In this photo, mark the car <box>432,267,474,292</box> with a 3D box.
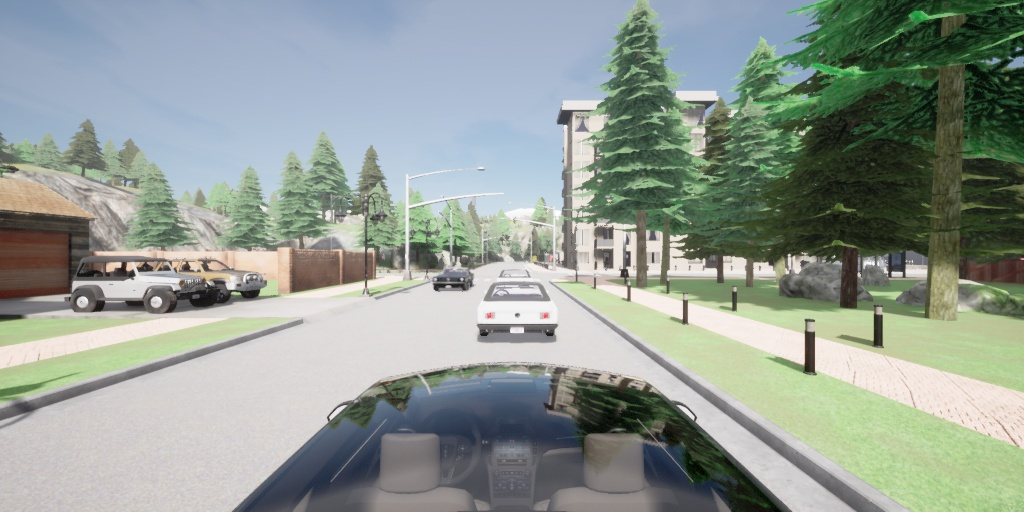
[{"bbox_3d":[-3.438,1.350,21.637,1.895,1.301,4.718,0,0,0],"label":"car"}]

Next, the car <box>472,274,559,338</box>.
[{"bbox_3d":[0.130,1.351,10.174,1.895,1.301,4.718,0,0,0],"label":"car"}]

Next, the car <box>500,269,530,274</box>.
[{"bbox_3d":[0.159,1.351,19.499,1.895,1.301,4.718,0,0,0],"label":"car"}]
